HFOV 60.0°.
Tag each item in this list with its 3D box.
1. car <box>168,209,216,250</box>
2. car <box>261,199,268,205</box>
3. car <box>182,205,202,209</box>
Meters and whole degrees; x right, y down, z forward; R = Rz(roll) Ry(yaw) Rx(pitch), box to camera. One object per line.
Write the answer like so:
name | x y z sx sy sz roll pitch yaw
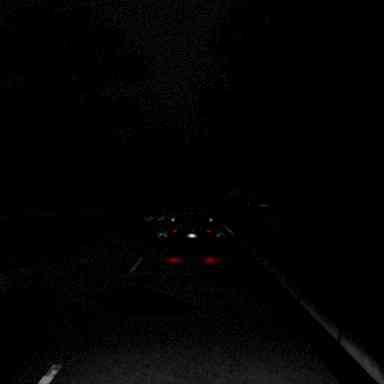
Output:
car | 0.000 1.652 14.655 1.994 1.385 4.181 0 0 0
car | 16.791 2.103 72.495 1.994 1.385 4.181 -1 -1 43
car | 0.001 1.805 29.686 1.895 1.301 4.718 0 0 0
